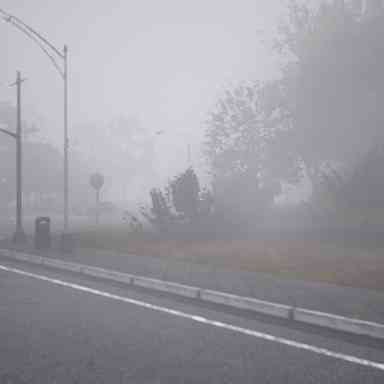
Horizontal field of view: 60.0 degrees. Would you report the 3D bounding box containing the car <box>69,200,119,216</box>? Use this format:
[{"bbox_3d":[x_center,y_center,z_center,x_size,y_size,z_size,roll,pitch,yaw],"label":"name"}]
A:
[{"bbox_3d":[-9.783,1.655,34.444,1.837,1.490,4.892,0,0,32],"label":"car"}]

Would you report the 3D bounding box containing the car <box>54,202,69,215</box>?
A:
[{"bbox_3d":[-12.674,1.661,36.420,2.128,1.511,4.902,0,0,32],"label":"car"}]
